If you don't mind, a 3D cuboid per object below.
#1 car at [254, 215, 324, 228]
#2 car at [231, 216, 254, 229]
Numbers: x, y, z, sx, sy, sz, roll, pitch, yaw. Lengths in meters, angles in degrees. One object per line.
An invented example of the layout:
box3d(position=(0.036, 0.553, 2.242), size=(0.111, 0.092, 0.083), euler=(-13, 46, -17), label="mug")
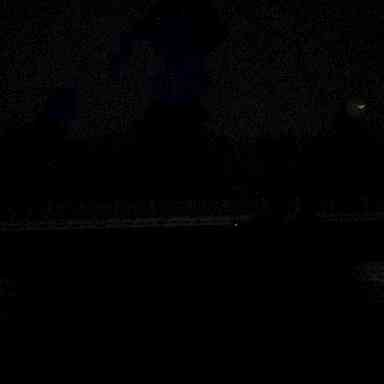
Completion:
box3d(position=(7.747, 2.602, 25.927), size=(4.902, 1.511, 2.128), euler=(-1, -3, -3), label="car")
box3d(position=(5.901, 2.808, 29.330), size=(5.008, 1.535, 1.882), euler=(-1, -3, -3), label="car")
